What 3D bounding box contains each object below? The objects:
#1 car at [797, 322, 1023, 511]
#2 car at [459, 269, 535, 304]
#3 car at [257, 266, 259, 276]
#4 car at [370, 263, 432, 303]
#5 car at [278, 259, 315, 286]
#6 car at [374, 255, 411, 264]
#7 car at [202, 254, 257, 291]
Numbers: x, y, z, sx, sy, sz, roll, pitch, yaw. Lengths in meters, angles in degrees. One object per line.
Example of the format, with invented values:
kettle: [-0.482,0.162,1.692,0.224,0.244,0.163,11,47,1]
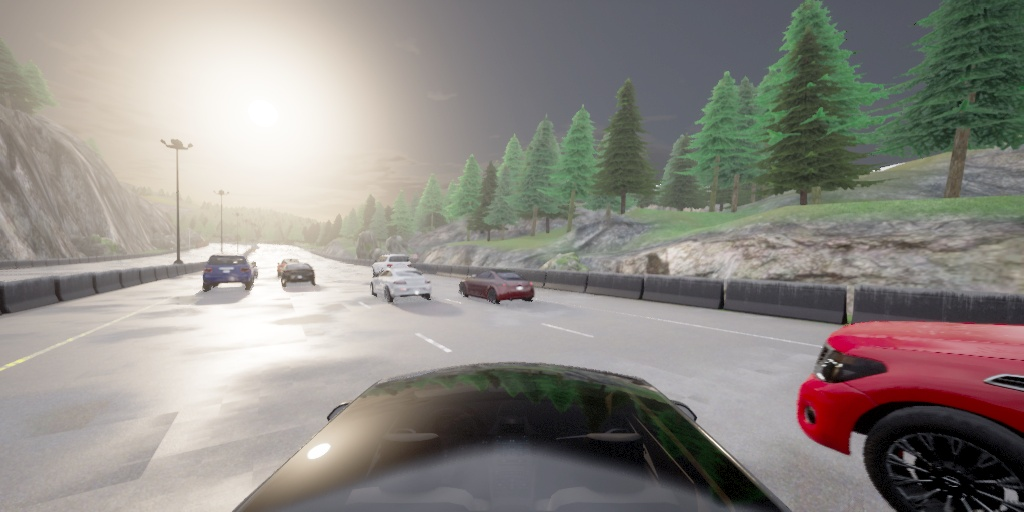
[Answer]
car: [4.845,0.980,1.576,2.150,2.045,5.566,0,0,-34]
car: [-0.796,1.296,16.343,1.994,1.385,4.181,0,0,-34]
car: [-24.598,1.271,33.109,1.895,1.301,4.718,0,0,-34]
car: [-5.202,1.250,16.642,1.812,1.442,4.674,0,0,-34]
car: [-14.822,1.175,24.757,1.882,1.535,5.008,0,0,-34]
car: [-10.292,0.920,30.582,2.150,2.045,5.566,0,0,-34]
car: [-16.998,0.918,21.692,2.150,2.045,5.566,0,0,-34]
